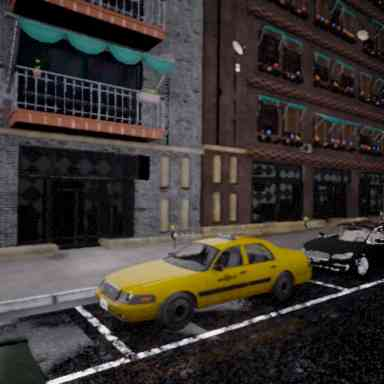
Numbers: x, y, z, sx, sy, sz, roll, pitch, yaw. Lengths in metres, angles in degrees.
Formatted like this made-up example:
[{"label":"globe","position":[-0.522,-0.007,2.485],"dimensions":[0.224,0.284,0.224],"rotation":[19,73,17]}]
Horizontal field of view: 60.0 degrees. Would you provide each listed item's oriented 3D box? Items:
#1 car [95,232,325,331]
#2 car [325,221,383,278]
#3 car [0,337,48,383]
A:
[{"label":"car","position":[0.511,1.550,6.915],"dimensions":[4.829,1.417,1.752],"rotation":[0,0,-35]},{"label":"car","position":[5.145,1.608,10.221],"dimensions":[4.403,1.369,2.008],"rotation":[0,0,-35]},{"label":"car","position":[-2.997,1.591,1.205],"dimensions":[4.718,1.301,1.895],"rotation":[0,0,-35]}]
